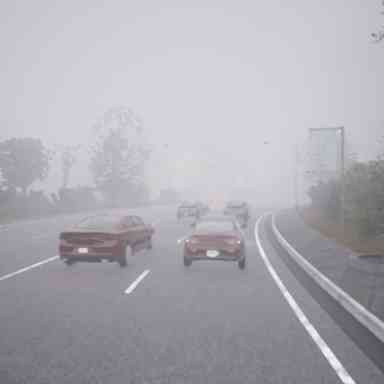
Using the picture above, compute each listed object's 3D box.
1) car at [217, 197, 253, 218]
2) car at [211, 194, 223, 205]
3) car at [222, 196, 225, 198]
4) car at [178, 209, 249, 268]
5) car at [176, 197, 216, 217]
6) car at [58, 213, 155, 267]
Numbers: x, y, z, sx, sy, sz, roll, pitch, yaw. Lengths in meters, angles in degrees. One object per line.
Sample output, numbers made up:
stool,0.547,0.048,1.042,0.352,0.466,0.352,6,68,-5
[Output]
car,3.645,1.444,26.228,2.128,1.511,4.902,0,0,15
car,4.079,1.214,56.314,2.097,1.767,4.553,0,0,29
car,7.163,1.449,54.677,1.994,1.385,4.181,0,0,28
car,0.858,1.504,11.207,1.812,1.442,4.674,0,-1,8
car,0.195,1.427,26.841,2.128,1.511,4.902,0,0,15
car,-2.635,1.442,11.449,1.882,1.535,5.008,0,0,7
